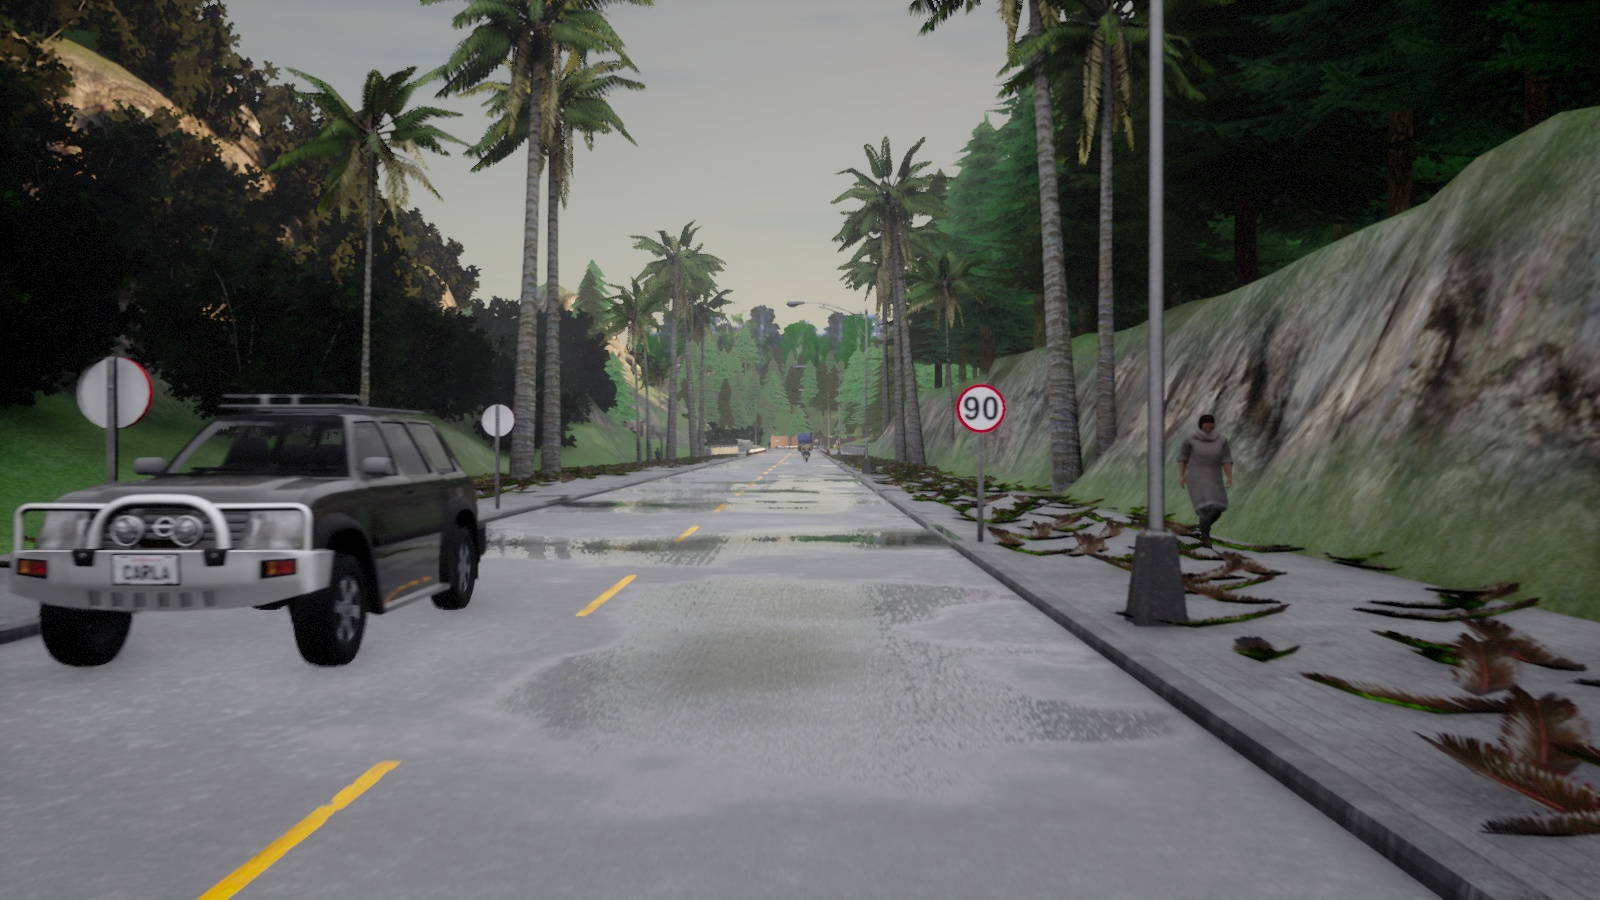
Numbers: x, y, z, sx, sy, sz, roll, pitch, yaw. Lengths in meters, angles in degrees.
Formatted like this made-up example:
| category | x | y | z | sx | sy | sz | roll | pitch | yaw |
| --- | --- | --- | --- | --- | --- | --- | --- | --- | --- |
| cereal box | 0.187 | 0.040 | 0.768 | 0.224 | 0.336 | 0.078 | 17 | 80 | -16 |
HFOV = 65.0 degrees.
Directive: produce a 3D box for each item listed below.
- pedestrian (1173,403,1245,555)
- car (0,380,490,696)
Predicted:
| category | x | y | z | sx | sy | sz | roll | pitch | yaw |
| --- | --- | --- | --- | --- | --- | --- | --- | --- | --- |
| pedestrian | 5.386 | 0.367 | 16.562 | 0.659 | 1.952 | 0.873 | 0 | 0 | 0 |
| car | -3.932 | 0.506 | 9.676 | 1.932 | 1.855 | 4.605 | 0 | 0 | 0 |
